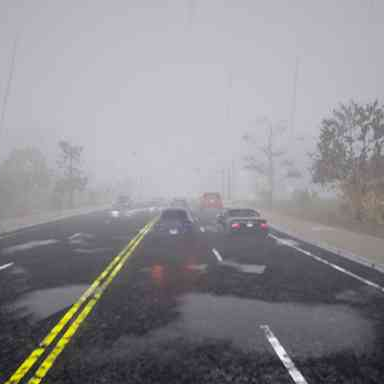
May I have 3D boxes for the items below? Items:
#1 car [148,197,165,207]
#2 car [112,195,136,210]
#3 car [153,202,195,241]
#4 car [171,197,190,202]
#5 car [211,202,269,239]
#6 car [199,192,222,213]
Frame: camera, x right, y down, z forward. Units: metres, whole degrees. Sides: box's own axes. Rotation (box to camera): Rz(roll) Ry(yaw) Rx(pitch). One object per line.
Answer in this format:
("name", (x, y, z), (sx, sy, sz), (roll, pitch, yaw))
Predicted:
("car", (-4.778, 1.330, 45.939), (2.033, 1.411, 5.357), (0, 0, 0))
("car", (-8.021, 1.177, 39.497), (2.097, 1.767, 4.553), (0, 0, 0))
("car", (-0.829, 1.455, 16.079), (1.812, 1.442, 4.674), (0, 1, -2))
("car", (-1.313, 1.315, 36.703), (2.128, 1.511, 4.902), (0, 0, 0))
("car", (2.394, 1.469, 16.803), (2.033, 1.411, 5.357), (0, 0, -2))
("car", (1.945, 1.041, 35.349), (2.150, 2.045, 5.566), (0, 0, -1))
